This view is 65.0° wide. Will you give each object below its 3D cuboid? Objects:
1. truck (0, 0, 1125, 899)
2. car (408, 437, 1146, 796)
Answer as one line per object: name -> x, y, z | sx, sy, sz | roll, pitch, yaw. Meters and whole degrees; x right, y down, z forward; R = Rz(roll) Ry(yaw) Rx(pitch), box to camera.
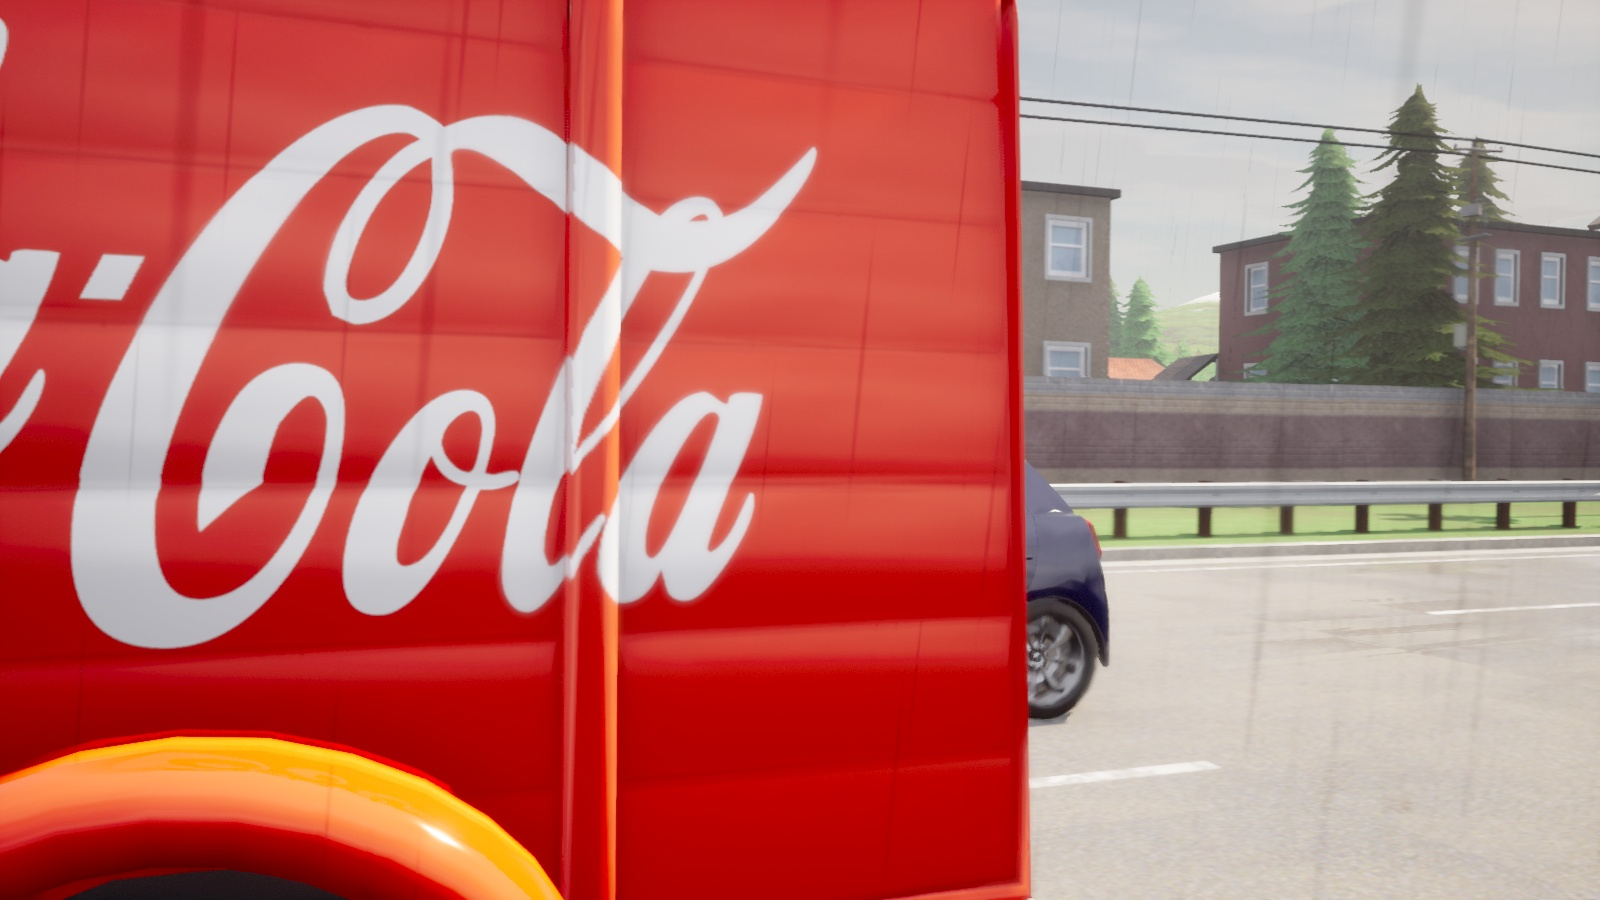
truck -> -2.377, 0.299, 2.331 | 5.204, 2.467, 2.627 | -1, 1, -21
car -> -0.186, 0.701, 6.912 | 3.633, 1.501, 1.845 | -1, 1, -21
